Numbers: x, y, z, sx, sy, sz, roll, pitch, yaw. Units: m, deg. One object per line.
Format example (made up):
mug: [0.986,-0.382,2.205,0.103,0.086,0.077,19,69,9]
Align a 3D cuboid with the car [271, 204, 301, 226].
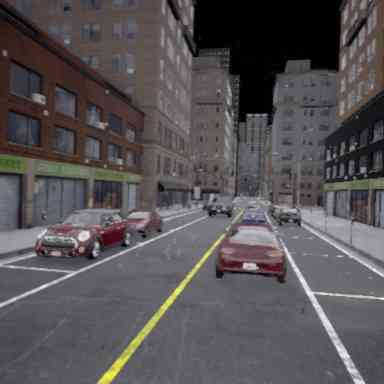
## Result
car: [7.775,1.940,26.886,2.008,1.369,4.403,1,0,11]

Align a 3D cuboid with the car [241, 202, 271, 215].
car: [4.869,1.831,26.390,2.033,1.411,5.357,2,0,11]

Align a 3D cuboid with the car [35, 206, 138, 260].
car: [-3.718,1.359,12.007,1.967,1.590,4.097,1,0,11]

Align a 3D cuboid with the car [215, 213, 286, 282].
car: [1.812,1.634,10.185,1.812,1.442,4.674,2,0,11]

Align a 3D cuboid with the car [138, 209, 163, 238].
car: [-2.686,1.561,17.494,1.802,1.307,4.206,1,0,11]

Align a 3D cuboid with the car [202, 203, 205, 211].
car: [2.495,1.813,44.937,1.887,1.381,4.507,1,0,11]

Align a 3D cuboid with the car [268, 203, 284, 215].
car: [10.885,2.143,43.351,1.802,1.307,4.206,1,0,11]

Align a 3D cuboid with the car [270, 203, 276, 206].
car: [8.844,1.974,32.541,1.752,1.417,4.829,1,0,11]

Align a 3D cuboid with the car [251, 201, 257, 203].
car: [7.674,1.897,41.778,1.801,1.575,5.366,2,0,11]

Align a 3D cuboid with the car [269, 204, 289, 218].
car: [9.849,2.070,37.863,1.947,1.339,4.313,1,0,11]

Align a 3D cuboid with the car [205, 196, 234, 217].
car: [3.047,1.469,33.780,2.150,2.045,5.566,2,0,11]
